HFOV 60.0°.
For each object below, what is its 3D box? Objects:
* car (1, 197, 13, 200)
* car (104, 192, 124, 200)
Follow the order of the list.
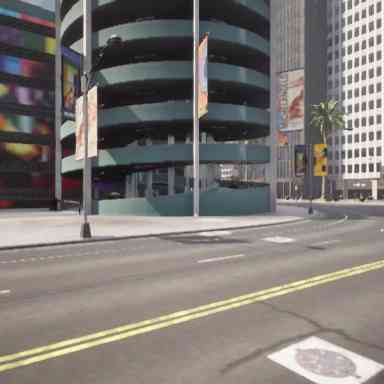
[{"bbox_3d":[-29.911,1.431,53.593,1.895,1.301,4.718,0,0,-36],"label":"car"},{"bbox_3d":[-15.390,0.998,65.083,2.435,2.045,5.566,0,0,-36],"label":"car"}]
